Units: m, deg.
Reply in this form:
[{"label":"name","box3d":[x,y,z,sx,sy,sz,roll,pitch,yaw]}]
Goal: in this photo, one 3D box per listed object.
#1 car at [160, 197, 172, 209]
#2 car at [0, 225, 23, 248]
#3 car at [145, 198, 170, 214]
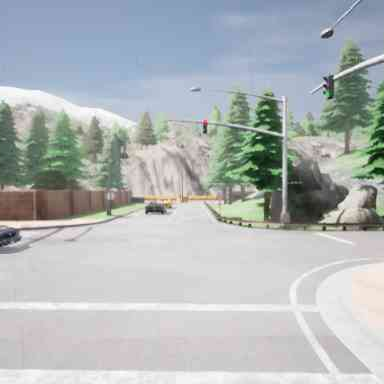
[{"label":"car","box3d":[-3.702,1.435,44.526,1.882,1.535,5.008,0,0,0]},{"label":"car","box3d":[-9.492,1.525,12.614,5.357,1.411,2.033,0,0,-2]},{"label":"car","box3d":[-3.681,1.568,34.314,1.895,1.301,4.718,0,0,0]}]
